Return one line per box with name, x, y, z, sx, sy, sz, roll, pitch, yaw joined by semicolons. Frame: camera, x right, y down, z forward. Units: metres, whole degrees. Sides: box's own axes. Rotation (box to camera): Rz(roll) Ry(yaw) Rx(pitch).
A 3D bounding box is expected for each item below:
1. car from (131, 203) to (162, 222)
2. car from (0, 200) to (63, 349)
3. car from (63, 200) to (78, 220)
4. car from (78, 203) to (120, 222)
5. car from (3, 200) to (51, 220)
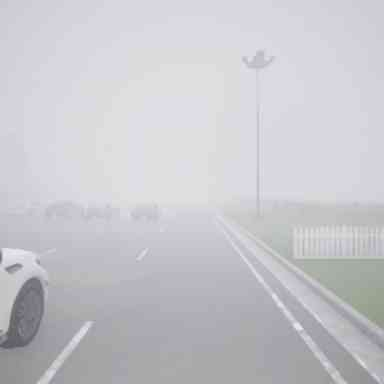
car;-3.400;1.533;25.821;1.895;1.301;4.718;0;0;0
car;-3.417;1.214;3.095;2.150;2.045;5.566;0;0;0
car;-10.400;1.432;27.472;1.837;1.490;4.892;0;0;0
car;-6.900;1.533;25.821;1.895;1.301;4.718;0;0;0
car;-13.899;1.451;28.401;1.812;1.442;4.674;0;0;0
